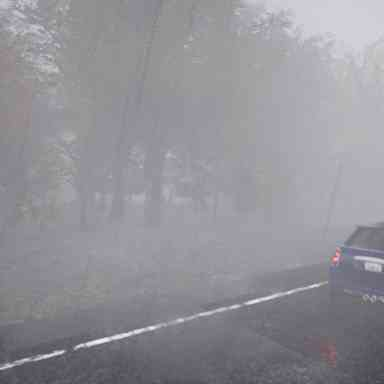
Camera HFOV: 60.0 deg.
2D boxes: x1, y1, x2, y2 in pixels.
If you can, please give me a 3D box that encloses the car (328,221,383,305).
[{"bbox_3d":[5.072,1.418,7.363,4.553,1.767,2.097,1,0,-35],"label":"car"}]
